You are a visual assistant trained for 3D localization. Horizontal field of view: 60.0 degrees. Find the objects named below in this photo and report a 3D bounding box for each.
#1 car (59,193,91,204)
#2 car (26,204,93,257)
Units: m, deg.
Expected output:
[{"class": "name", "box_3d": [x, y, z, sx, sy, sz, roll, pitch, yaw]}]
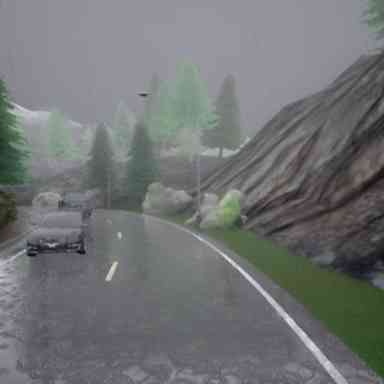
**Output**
[{"class": "car", "box_3d": [-9.782, 1.076, 27.632, 2.150, 2.045, 5.566, -1, 0, -26]}, {"class": "car", "box_3d": [-4.918, 1.440, 12.886, 1.837, 1.490, 4.892, -1, 1, -12]}]
